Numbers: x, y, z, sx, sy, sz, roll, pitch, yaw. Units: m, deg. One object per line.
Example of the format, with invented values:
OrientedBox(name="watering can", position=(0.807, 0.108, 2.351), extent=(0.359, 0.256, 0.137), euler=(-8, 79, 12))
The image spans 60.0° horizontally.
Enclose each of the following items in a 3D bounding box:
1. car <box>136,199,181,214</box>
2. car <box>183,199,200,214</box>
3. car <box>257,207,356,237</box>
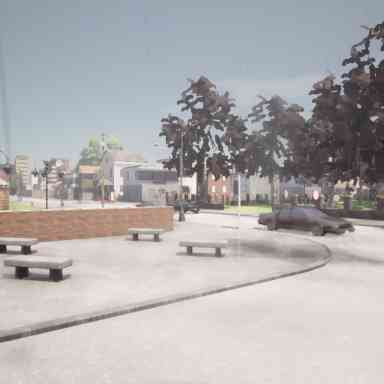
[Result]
OrientedBox(name="car", position=(-3.592, 1.548, 32.006), extent=(2.033, 1.411, 5.357), euler=(0, 0, -35))
OrientedBox(name="car", position=(-1.065, 1.505, 35.651), extent=(1.837, 1.490, 4.892), euler=(0, 0, -36))
OrientedBox(name="car", position=(6.028, 1.547, 18.328), extent=(2.033, 1.411, 5.357), euler=(0, 0, -34))
